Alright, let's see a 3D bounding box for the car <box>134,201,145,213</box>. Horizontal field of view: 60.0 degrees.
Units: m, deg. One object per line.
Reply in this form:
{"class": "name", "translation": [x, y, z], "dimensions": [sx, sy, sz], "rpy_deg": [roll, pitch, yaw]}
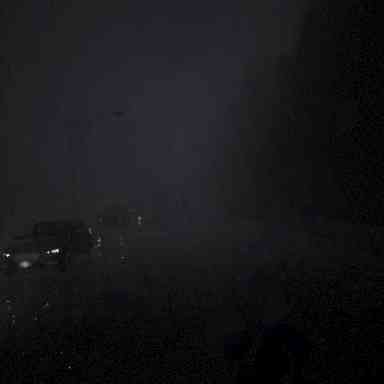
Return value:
{"class": "car", "translation": [-6.936, 1.892, 41.552], "dimensions": [2.128, 1.511, 4.902], "rpy_deg": [-3, 0, -4]}

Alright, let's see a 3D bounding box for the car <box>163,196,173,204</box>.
{"class": "car", "translation": [-5.033, 1.784, 69.670], "dimensions": [2.033, 1.411, 5.357], "rpy_deg": [-3, 0, -4]}

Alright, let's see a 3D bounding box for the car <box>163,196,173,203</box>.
{"class": "car", "translation": [-5.813, 1.750, 80.058], "dimensions": [2.128, 1.511, 4.902], "rpy_deg": [-3, 0, -4]}

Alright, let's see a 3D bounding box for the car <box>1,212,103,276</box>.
{"class": "car", "translation": [-4.801, 1.750, 11.644], "dimensions": [2.128, 1.511, 4.902], "rpy_deg": [-3, 0, -4]}

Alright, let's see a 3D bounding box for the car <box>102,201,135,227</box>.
{"class": "car", "translation": [-5.813, 1.787, 25.260], "dimensions": [1.882, 1.535, 5.008], "rpy_deg": [-3, 1, -4]}
